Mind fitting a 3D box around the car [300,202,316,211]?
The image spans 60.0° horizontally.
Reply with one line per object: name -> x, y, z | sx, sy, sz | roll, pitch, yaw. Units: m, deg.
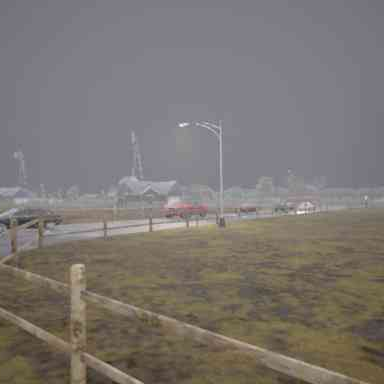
car -> 19.455, 2.453, 56.324 | 1.812, 1.442, 4.674 | -2, -2, 36

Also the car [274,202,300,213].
car -> 13.438, 2.241, 47.919 | 1.837, 1.490, 4.892 | -2, -2, 36

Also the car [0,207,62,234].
car -> -10.731, 1.740, 20.904 | 1.837, 1.490, 4.892 | -2, -2, 40

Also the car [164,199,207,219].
car -> -0.574, 1.728, 34.703 | 2.150, 2.045, 5.566 | -2, -2, 35

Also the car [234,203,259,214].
car -> 7.545, 2.222, 46.007 | 1.882, 1.535, 5.008 | -2, -2, 36
